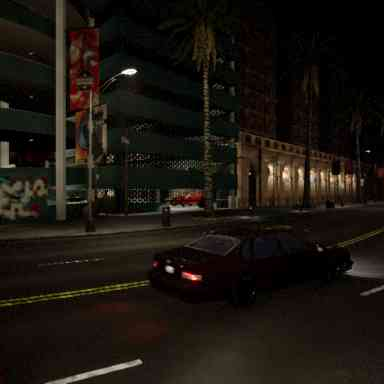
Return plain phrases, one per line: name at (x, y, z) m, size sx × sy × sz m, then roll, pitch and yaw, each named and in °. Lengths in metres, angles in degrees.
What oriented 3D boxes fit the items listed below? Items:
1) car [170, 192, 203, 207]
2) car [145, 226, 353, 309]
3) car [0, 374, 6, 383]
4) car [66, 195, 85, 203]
car at (-0.586, 1.014, 46.649) m, size 2.435 × 2.045 × 5.566 m, roll 0°, pitch 0°, yaw 41°
car at (1.602, 1.545, 7.888) m, size 5.357 × 1.411 × 2.033 m, roll 0°, pitch 0°, yaw -35°
car at (-3.498, 1.477, 1.224) m, size 5.008 × 1.535 × 1.882 m, roll 0°, pitch 0°, yaw -23°
car at (-23.617, 1.391, 66.033) m, size 2.161 × 1.482 × 4.786 m, roll 0°, pitch 0°, yaw 41°
